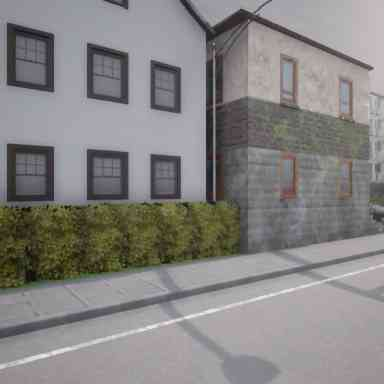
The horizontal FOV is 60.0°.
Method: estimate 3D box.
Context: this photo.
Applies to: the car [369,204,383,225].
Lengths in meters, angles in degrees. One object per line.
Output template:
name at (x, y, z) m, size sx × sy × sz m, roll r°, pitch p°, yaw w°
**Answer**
car at (13.598, 1.681, 25.202) m, size 1.837 × 1.490 × 4.892 m, roll 0°, pitch 0°, yaw -34°
